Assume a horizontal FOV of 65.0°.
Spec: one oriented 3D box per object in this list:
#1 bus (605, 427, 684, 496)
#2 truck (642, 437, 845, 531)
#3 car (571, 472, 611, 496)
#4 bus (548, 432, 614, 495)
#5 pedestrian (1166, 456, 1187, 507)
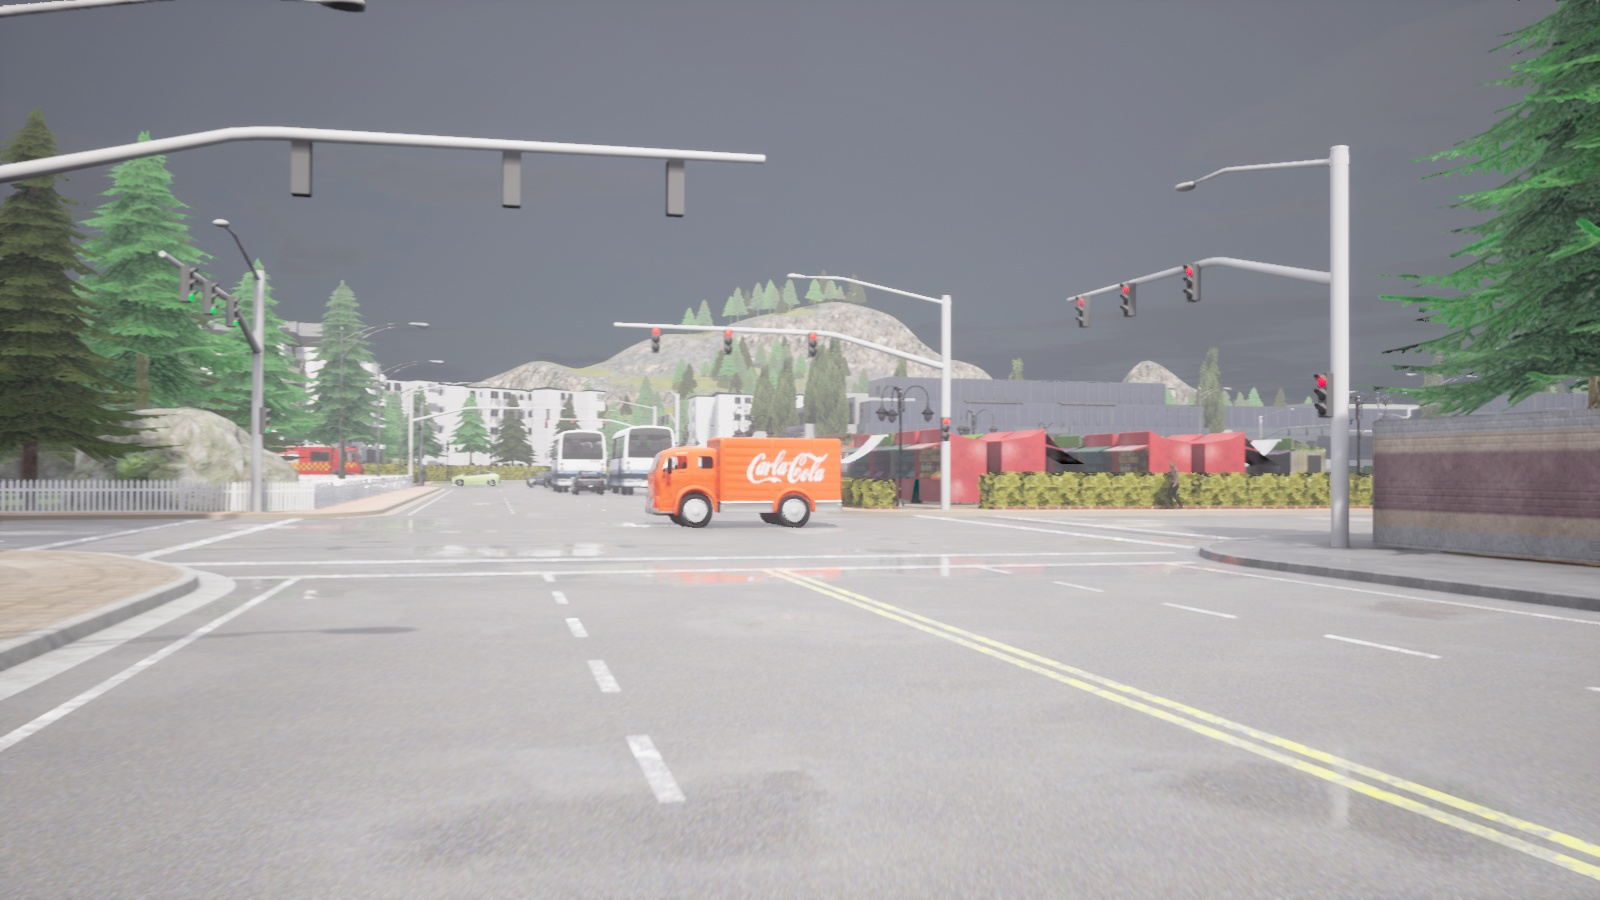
[{"bbox_3d":[-10.328,0.845,82.304,3.944,4.253,10.273,0,-2,-14],"label":"bus"},{"bbox_3d":[-1.634,0.904,34.925,5.204,2.467,2.627,0,-1,-14],"label":"truck"},{"bbox_3d":[-13.333,2.144,79.850,2.128,1.511,4.902,0,-1,-14],"label":"car"},{"bbox_3d":[-15.759,0.988,89.674,3.944,4.253,10.273,0,-1,-14],"label":"bus"},{"bbox_3d":[13.799,1.147,46.047,0.634,1.846,0.331,0,-1,-16],"label":"pedestrian"}]
